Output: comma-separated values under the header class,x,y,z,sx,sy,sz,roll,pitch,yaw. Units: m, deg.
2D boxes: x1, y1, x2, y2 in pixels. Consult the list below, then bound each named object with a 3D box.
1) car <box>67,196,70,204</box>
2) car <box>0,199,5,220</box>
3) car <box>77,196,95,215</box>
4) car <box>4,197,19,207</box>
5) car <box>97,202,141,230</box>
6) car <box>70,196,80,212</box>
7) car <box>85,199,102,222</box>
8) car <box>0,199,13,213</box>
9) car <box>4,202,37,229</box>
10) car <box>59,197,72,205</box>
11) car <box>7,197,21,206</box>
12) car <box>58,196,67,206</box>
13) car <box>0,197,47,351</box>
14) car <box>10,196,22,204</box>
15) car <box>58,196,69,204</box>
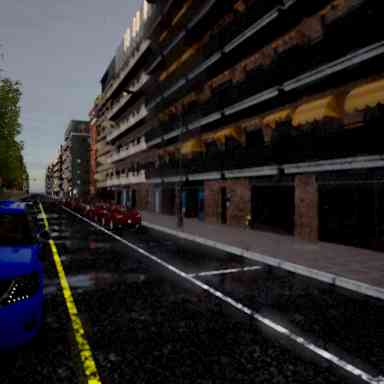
class,x,y,z,sx,sy,sz,roll,pitch,yaw
car,-14.033,1.450,41.433,1.967,1.590,4.097,0,0,-25
car,-16.865,1.447,27.683,1.967,1.590,4.097,0,0,-25
car,-9.271,1.444,31.228,1.967,1.590,4.097,0,0,-25
car,-28.698,1.551,53.040,1.752,1.417,4.829,0,0,-25
car,-4.508,1.543,21.025,1.887,1.381,4.507,0,0,-25
car,-11.653,1.322,36.330,2.192,1.841,5.009,0,0,-25
car,-6.890,1.546,26.127,1.887,1.381,4.507,0,0,-25
car,-21.627,1.564,37.888,2.008,1.369,4.403,0,0,-25
car,-11.722,1.508,23.023,1.837,1.490,4.892,0,0,-25
car,-23.557,1.595,61.841,1.947,1.339,4.313,0,0,-25
car,-31.151,1.583,58.296,2.008,1.369,4.403,0,0,-25
car,-21.177,1.463,56.738,1.967,1.590,4.097,0,0,-25
car,-3.929,1.221,6.099,2.150,2.045,5.566,0,0,-25
car,-33.461,1.565,63.244,1.752,1.417,4.829,0,0,-25
car,-26.011,1.562,67.097,1.752,1.417,4.829,0,0,-25
